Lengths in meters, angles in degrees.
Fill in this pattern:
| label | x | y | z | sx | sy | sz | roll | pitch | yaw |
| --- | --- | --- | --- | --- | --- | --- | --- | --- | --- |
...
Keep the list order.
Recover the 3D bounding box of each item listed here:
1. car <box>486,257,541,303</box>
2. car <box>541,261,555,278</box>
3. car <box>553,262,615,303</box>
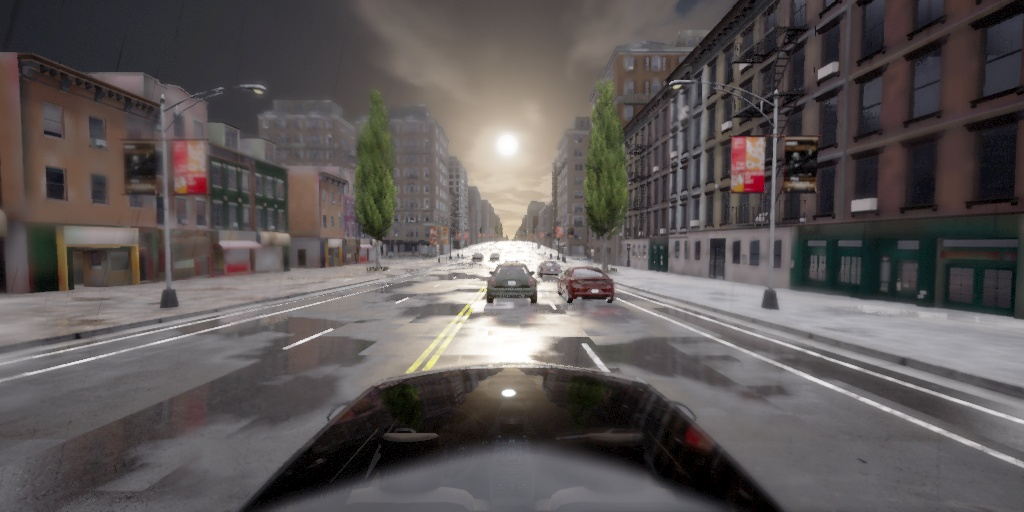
| label | x | y | z | sx | sy | sz | roll | pitch | yaw |
| --- | --- | --- | --- | --- | --- | --- | --- | --- | --- |
| car | 0.000 | 1.094 | 16.477 | 2.097 | 1.767 | 4.553 | 0 | 0 | 0 |
| car | 3.251 | 1.158 | 31.508 | 2.033 | 1.411 | 5.357 | 0 | 1 | 0 |
| car | 3.250 | 1.213 | 16.509 | 1.882 | 1.535 | 5.008 | 0 | 0 | 0 |
